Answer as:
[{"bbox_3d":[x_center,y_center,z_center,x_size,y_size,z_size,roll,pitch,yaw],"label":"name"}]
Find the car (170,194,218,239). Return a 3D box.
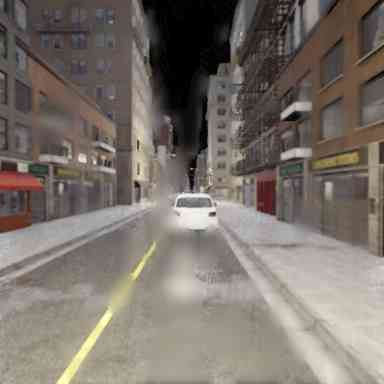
[{"bbox_3d":[0.099,1.113,16.851,2.150,2.045,5.566,0,0,0],"label":"car"}]

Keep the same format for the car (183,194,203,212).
[{"bbox_3d":[0.099,1.134,36.055,2.097,1.767,4.553,0,0,0],"label":"car"}]
